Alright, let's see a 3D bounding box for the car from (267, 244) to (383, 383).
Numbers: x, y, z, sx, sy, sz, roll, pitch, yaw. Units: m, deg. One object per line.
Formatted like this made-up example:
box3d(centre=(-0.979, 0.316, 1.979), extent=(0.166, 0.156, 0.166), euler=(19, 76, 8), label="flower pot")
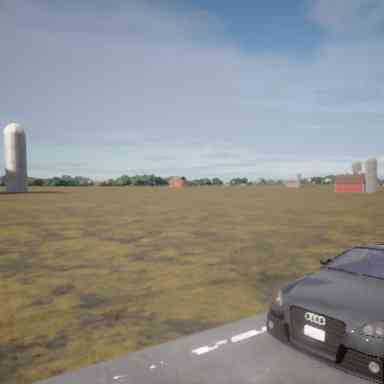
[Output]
box3d(centre=(3.154, 1.583, 5.318), extent=(4.181, 1.385, 1.994), euler=(0, 0, -35), label="car")
